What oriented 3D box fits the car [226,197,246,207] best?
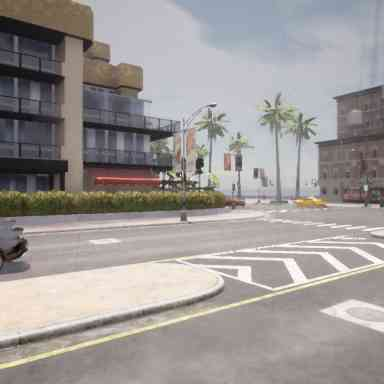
[{"bbox_3d":[6.106,1.478,51.220,1.882,1.535,5.008,0,0,-35],"label":"car"}]

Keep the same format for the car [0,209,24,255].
[{"bbox_3d":[-8.861,1.492,11.800,4.902,1.511,2.128,0,0,-35],"label":"car"}]

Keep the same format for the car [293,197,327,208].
[{"bbox_3d":[16.990,1.477,48.193,1.882,1.535,5.008,0,0,-35],"label":"car"}]

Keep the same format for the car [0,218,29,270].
[{"bbox_3d":[-7.051,1.490,8.795,4.902,1.511,2.128,0,0,-36],"label":"car"}]
